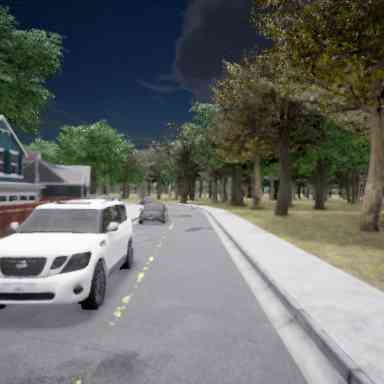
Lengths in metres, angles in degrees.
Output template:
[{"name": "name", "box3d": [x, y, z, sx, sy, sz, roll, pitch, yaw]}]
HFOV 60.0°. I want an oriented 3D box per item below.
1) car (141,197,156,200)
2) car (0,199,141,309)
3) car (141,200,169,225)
[{"name": "car", "box3d": [-7.559, 1.587, 57.482, 1.837, 1.490, 4.892, 1, 0, -24]}, {"name": "car", "box3d": [-2.853, 1.235, 8.242, 2.150, 2.045, 5.566, 0, 0, 0]}, {"name": "car", "box3d": [-2.791, 1.556, 24.932, 1.837, 1.490, 4.892, 0, -1, 0]}]
